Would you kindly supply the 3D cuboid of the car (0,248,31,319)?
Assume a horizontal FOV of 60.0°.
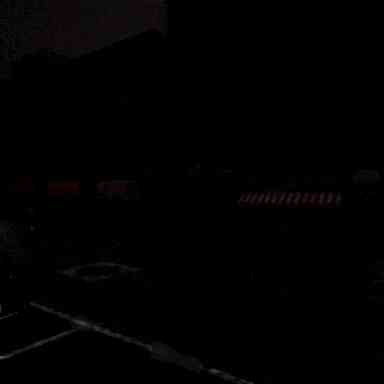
[{"bbox_3d":[-4.717,1.519,6.179,4.403,1.369,2.008,0,-1,35],"label":"car"}]
